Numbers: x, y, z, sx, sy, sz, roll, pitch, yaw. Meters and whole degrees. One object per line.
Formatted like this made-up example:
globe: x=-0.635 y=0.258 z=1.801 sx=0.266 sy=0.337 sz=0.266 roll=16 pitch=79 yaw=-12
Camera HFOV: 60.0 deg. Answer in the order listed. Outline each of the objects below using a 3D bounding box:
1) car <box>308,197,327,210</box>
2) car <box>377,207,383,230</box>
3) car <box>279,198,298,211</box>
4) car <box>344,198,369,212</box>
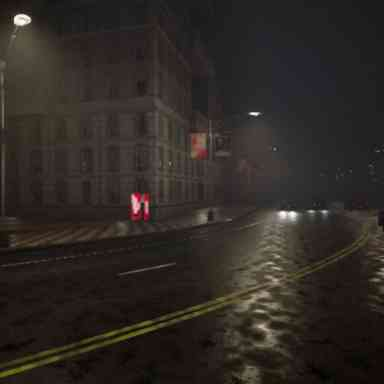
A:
car: x=15.879 y=1.447 z=42.099 sx=1.837 sy=1.490 sz=4.892 roll=0 pitch=-1 yaw=17
car: x=12.289 y=1.427 z=19.889 sx=2.128 sy=1.511 sz=4.902 roll=0 pitch=0 yaw=27
car: x=11.760 y=1.461 z=40.512 sx=2.128 sy=1.511 sz=4.902 roll=0 pitch=0 yaw=16
car: x=18.032 y=1.393 z=36.589 sx=1.882 sy=1.535 sz=5.008 roll=0 pitch=0 yaw=16
